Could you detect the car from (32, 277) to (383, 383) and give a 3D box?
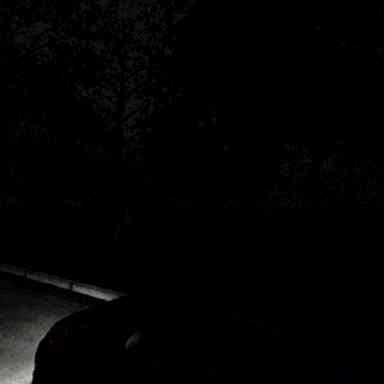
[{"bbox_3d":[0.339,1.565,3.125,4.181,1.385,1.994,0,0,36],"label":"car"}]
